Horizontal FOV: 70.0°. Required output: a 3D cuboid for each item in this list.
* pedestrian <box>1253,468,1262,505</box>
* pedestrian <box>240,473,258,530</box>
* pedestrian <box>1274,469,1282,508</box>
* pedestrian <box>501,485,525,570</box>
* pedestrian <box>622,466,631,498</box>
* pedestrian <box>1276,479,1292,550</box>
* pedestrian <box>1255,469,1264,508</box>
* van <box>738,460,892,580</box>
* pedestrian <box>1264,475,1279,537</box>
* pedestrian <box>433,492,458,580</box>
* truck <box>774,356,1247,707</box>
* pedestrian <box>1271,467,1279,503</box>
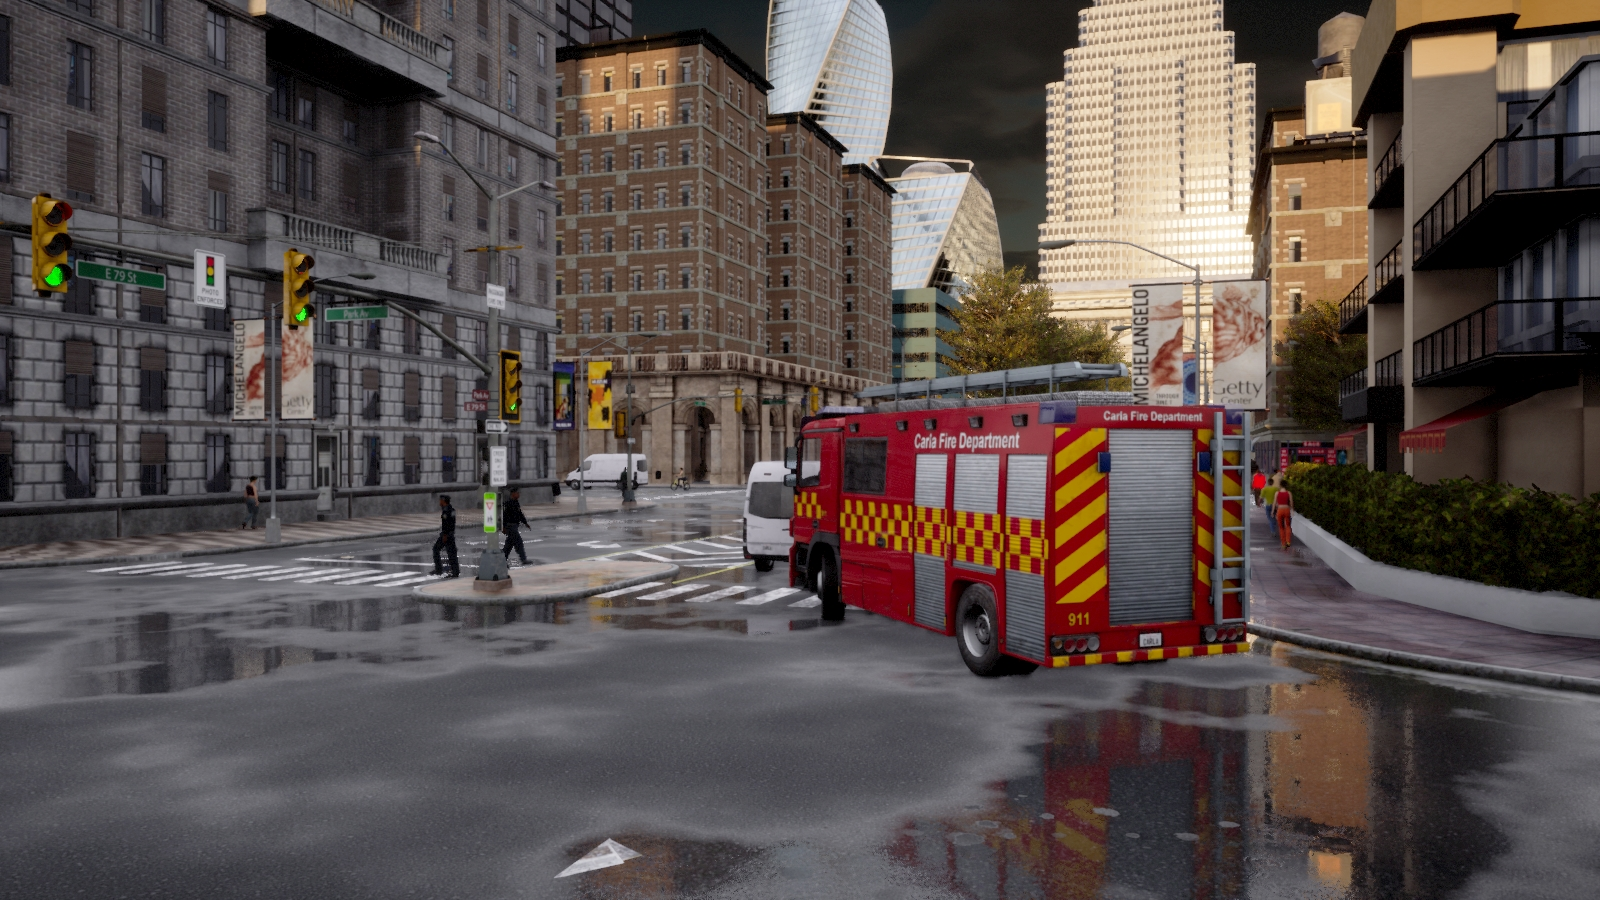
[{"bbox_3d":[23.051,1.848,57.569,0.375,1.860,0.375,0,0,18],"label":"pedestrian"},{"bbox_3d":[-18.240,1.708,37.849,0.375,1.860,0.375,0,0,20],"label":"pedestrian"},{"bbox_3d":[23.156,1.848,55.351,0.375,1.860,0.375,0,0,26],"label":"pedestrian"},{"bbox_3d":[-6.368,1.710,25.381,0.375,1.860,0.375,0,0,18],"label":"pedestrian"},{"bbox_3d":[-10.052,1.860,66.018,0.375,1.860,0.375,0,0,21],"label":"pedestrian"},{"bbox_3d":[12.815,1.697,30.234,0.375,1.860,0.375,0,0,21],"label":"pedestrian"},{"bbox_3d":[22.189,1.849,55.173,0.375,1.860,0.375,0,0,19],"label":"pedestrian"},{"bbox_3d":[0.533,1.538,27.877,1.988,2.561,5.915,0,0,19],"label":"van"},{"bbox_3d":[14.337,1.696,34.726,0.375,1.860,0.375,0,0,17],"label":"pedestrian"},{"bbox_3d":[-7.660,1.855,24.702,0.375,1.860,0.375,0,0,10],"label":"pedestrian"},{"bbox_3d":[2.407,0.892,16.938,2.891,3.827,8.468,0,0,-21],"label":"truck"},{"bbox_3d":[25.149,1.848,60.511,0.375,1.860,0.375,0,0,19],"label":"pedestrian"}]
